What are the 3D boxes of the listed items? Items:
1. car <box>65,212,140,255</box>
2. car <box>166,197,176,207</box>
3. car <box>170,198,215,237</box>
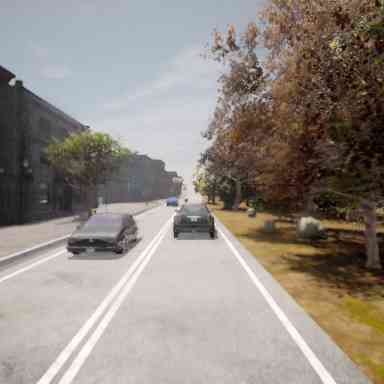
[{"bbox_3d":[-3.353,1.550,13.640,2.033,1.411,5.357,0,0,0],"label":"car"},{"bbox_3d":[-3.248,1.605,55.639,1.882,1.535,5.008,0,0,1],"label":"car"},{"bbox_3d":[0.099,1.355,18.311,2.097,1.767,4.553,0,0,0],"label":"car"}]
